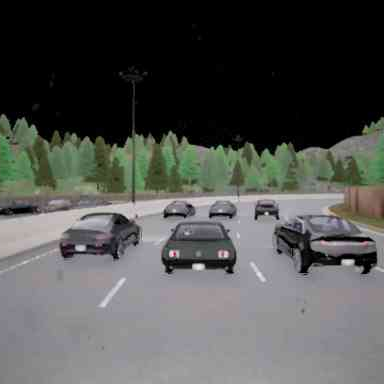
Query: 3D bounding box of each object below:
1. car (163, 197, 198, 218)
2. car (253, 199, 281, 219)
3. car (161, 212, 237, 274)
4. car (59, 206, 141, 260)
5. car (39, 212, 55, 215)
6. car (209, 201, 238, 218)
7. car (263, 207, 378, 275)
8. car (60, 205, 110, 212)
[{"bbox_3d":[-0.944,1.396,27.589,1.994,1.385,4.181,0,0,12],"label":"car"},{"bbox_3d":[6.090,1.343,27.046,1.837,1.490,4.892,0,0,13],"label":"car"},{"bbox_3d":[0.269,1.537,10.371,1.895,1.301,4.718,0,0,3],"label":"car"},{"bbox_3d":[-3.127,1.451,12.016,1.812,1.442,4.674,0,0,3],"label":"car"},{"bbox_3d":[-11.561,1.342,29.148,1.812,1.442,4.674,0,0,13],"label":"car"},{"bbox_3d":[2.637,1.398,27.581,1.994,1.385,4.181,0,0,13],"label":"car"},{"bbox_3d":[3.780,1.431,10.242,2.128,1.511,4.902,0,0,3],"label":"car"},{"bbox_3d":[-8.358,1.321,27.426,2.128,1.511,4.902,0,0,12],"label":"car"}]
